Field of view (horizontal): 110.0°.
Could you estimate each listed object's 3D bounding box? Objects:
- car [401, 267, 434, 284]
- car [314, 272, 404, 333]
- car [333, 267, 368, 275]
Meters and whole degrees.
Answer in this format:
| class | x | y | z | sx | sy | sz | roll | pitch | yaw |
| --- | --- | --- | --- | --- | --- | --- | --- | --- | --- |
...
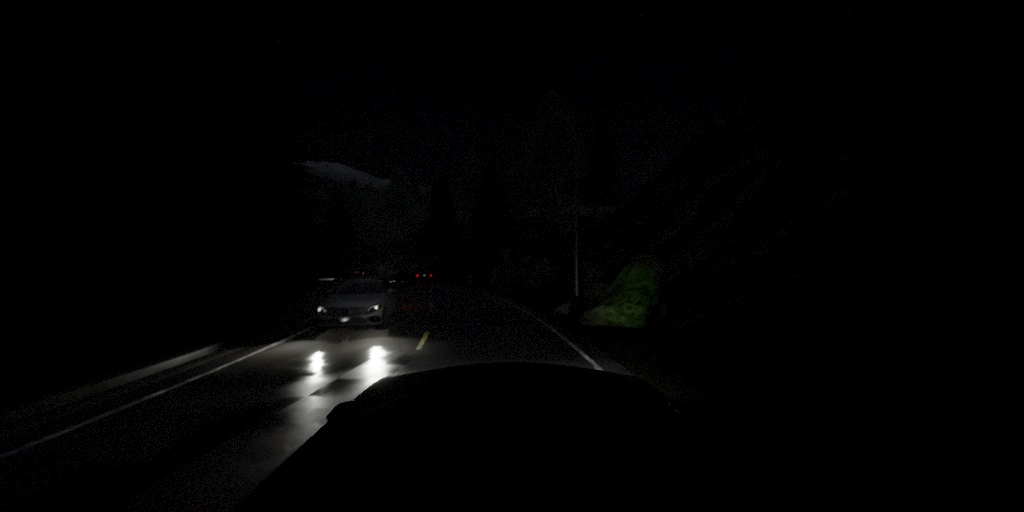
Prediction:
| class | x | y | z | sx | sy | sz | roll | pitch | yaw |
| --- | --- | --- | --- | --- | --- | --- | --- | --- | --- |
| car | -8.686 | 1.705 | 31.631 | 2.033 | 1.411 | 5.357 | 0 | -1 | -36 |
| car | -4.820 | 1.426 | 11.685 | 1.812 | 1.442 | 4.674 | 0 | -1 | -11 |
| car | -17.556 | 1.876 | 39.137 | 4.181 | 1.385 | 1.994 | -1 | -1 | 30 |
